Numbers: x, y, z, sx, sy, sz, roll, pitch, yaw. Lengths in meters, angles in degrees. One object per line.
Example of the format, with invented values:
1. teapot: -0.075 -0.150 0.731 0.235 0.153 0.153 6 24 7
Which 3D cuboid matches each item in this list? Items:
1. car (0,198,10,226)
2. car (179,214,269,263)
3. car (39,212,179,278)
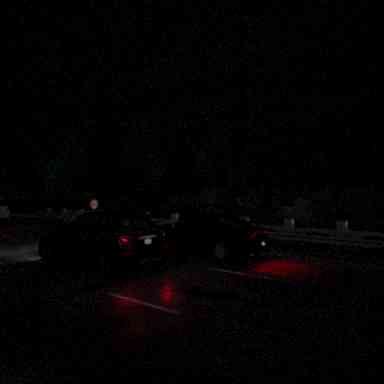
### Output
1. car: -15.702 1.459 24.768 5.566 2.045 2.150 -1 -1 37
2. car: 0.391 1.563 12.506 5.008 1.535 1.882 0 -1 37
3. car: -2.930 1.416 10.639 4.553 1.767 2.097 0 -1 37
